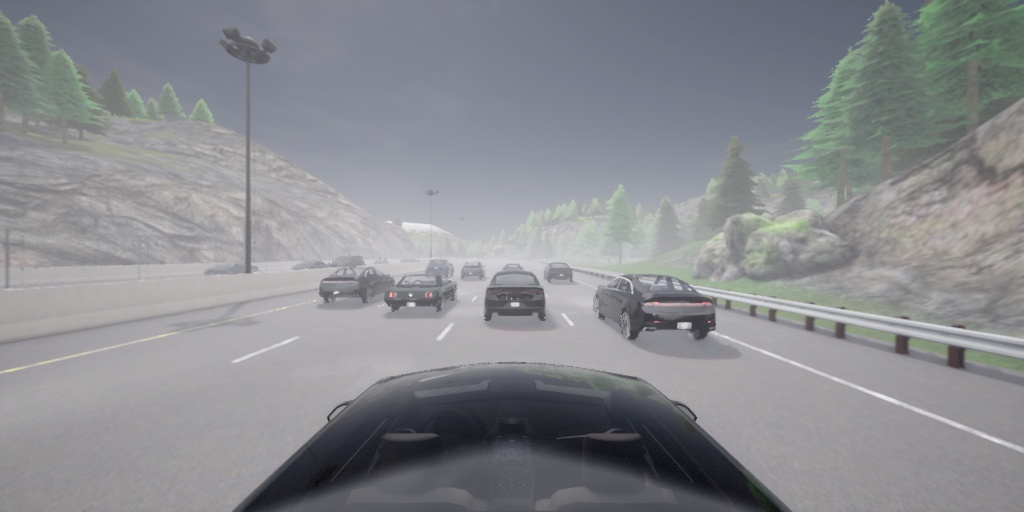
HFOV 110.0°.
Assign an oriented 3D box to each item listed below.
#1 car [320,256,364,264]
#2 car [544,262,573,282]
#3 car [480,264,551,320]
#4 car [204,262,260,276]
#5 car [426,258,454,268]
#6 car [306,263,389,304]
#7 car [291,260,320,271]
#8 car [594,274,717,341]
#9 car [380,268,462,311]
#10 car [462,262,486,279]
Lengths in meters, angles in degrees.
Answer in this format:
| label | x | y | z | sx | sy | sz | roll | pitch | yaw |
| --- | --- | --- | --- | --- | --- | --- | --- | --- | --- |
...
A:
| label | x | y | z | sx | sy | sz | roll | pitch | yaw |
| --- | --- | --- | --- | --- | --- | --- | --- | --- | --- |
| car | -17.610 | 0.969 | 38.134 | 2.150 | 2.045 | 5.566 | 0 | 0 | 0 |
| car | 3.590 | 1.223 | 28.422 | 1.882 | 1.535 | 5.008 | 0 | 0 | 0 |
| car | 0.094 | 1.226 | 12.674 | 1.882 | 1.535 | 5.008 | 0 | 0 | 0 |
| car | -28.108 | 1.297 | 36.240 | 2.033 | 1.411 | 5.357 | 0 | 0 | 0 |
| car | -6.913 | 1.098 | 34.771 | 2.097 | 1.767 | 4.553 | 0 | 0 | 0 |
| car | -6.906 | 1.240 | 16.521 | 2.128 | 1.511 | 4.902 | 0 | 0 | 0 |
| car | -21.104 | 1.254 | 37.690 | 1.837 | 1.490 | 4.892 | 0 | 0 | 0 |
| car | 3.593 | 1.240 | 9.893 | 2.128 | 1.511 | 4.902 | 0 | 0 | 0 |
| car | -3.405 | 1.349 | 14.366 | 1.895 | 1.301 | 4.718 | 0 | 0 | 0 |
| car | -3.413 | 1.237 | 32.186 | 2.128 | 1.511 | 4.902 | 0 | 0 | 0 |
